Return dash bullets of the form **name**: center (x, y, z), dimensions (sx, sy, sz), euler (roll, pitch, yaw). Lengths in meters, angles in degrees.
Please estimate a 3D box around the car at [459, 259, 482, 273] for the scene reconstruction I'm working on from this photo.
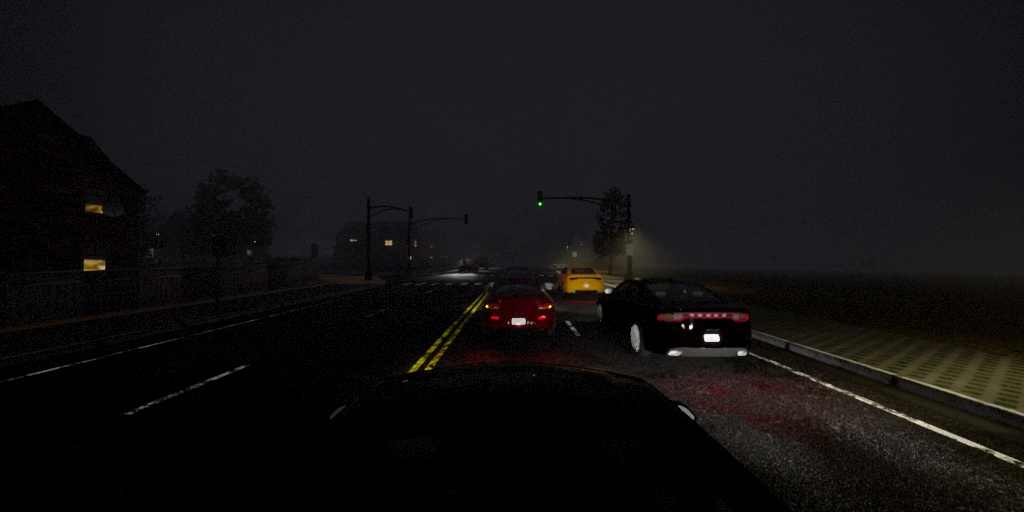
- **car**: center (-5.432, 1.418, 45.594), dimensions (1.895, 1.301, 4.718), euler (0, 0, 3)

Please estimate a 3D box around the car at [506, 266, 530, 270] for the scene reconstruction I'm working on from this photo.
- **car**: center (0.327, 1.291, 20.182), dimensions (1.812, 1.442, 4.674), euler (0, 0, 1)

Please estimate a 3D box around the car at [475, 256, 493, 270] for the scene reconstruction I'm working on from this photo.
- **car**: center (-4.843, 1.064, 56.030), dimensions (2.150, 2.045, 5.566), euler (0, 0, 4)

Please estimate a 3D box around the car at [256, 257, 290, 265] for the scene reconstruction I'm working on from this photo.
- **car**: center (-21.036, 0.910, 32.953), dimensions (5.008, 1.535, 1.882), euler (1, -1, 16)

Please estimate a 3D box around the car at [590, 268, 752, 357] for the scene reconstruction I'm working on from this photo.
- **car**: center (3.410, 1.231, 8.555), dimensions (1.882, 1.535, 5.008), euler (0, 0, 0)

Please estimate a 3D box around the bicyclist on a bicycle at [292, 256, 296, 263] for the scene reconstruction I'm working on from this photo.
- **bicyclist on a bicycle**: center (-24.220, 0.780, 39.930), dimensions (0.582, 1.620, 1.656), euler (1, -1, 16)

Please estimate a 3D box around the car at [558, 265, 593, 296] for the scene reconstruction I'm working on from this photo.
- **car**: center (3.585, 1.241, 19.454), dimensions (1.882, 1.535, 5.008), euler (0, 0, 1)

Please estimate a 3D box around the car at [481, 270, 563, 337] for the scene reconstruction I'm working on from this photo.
- **car**: center (0.179, 1.281, 10.199), dimensions (1.812, 1.442, 4.674), euler (0, 0, 1)

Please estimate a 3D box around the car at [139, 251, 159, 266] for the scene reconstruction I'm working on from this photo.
- **car**: center (-40.899, 0.332, 38.498), dimensions (5.566, 2.045, 2.150), euler (1, -1, 16)

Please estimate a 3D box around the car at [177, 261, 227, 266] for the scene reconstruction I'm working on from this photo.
- **car**: center (-30.821, 0.875, 35.675), dimensions (4.718, 1.301, 1.895), euler (1, -1, 16)
